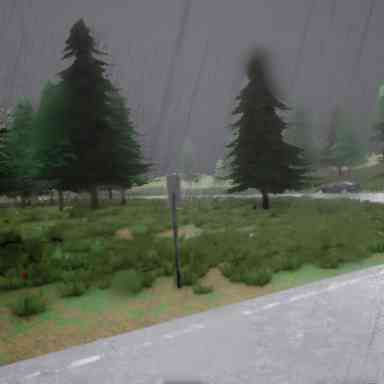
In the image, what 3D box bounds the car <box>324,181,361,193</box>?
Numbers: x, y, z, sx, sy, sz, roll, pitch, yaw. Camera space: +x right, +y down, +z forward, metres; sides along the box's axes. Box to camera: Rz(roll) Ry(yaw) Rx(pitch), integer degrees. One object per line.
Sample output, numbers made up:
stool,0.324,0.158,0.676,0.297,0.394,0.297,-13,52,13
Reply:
car,16.523,-0.460,37.859,1.882,1.535,5.008,-5,3,-35
